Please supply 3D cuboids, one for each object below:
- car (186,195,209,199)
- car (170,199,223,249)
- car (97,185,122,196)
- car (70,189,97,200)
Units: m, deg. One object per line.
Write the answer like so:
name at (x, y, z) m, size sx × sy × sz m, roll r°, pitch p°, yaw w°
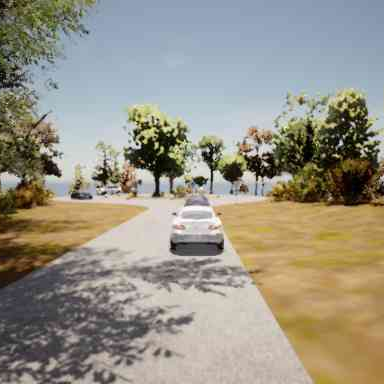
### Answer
car at (0.400, 0.939, 26.136) m, size 1.994 × 1.385 × 4.181 m, roll 0°, pitch 1°, yaw 2°
car at (0.184, 1.224, 12.885) m, size 1.812 × 1.442 × 4.674 m, roll 0°, pitch 2°, yaw 1°
car at (-16.208, -0.316, 64.863) m, size 2.150 × 2.045 × 5.566 m, roll 1°, pitch 2°, yaw 38°
car at (-15.811, 0.418, 47.579) m, size 1.994 × 1.385 × 4.181 m, roll -1°, pitch 2°, yaw -39°
